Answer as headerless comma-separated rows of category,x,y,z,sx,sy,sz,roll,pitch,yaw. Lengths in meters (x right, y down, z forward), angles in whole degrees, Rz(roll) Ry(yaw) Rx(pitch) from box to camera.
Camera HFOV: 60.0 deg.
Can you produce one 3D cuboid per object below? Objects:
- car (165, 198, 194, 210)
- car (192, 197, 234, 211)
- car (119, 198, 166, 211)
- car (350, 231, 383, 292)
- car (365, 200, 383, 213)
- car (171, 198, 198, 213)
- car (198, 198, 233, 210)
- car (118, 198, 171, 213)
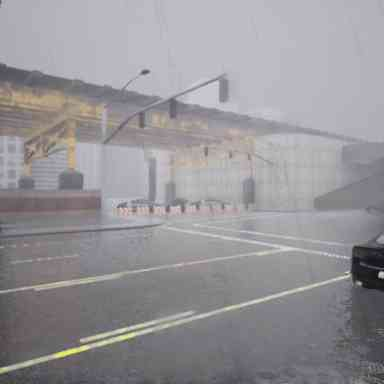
car,-1.334,1.303,37.612,1.853,1.218,4.536,0,0,18
car,2.554,1.462,41.329,4.974,1.542,2.038,0,0,-7
car,-5.141,1.301,34.878,4.536,1.218,1.853,0,0,8
car,5.760,1.496,7.885,5.008,1.535,1.882,1,0,-36
car,21.612,1.563,37.558,5.357,1.411,2.033,0,0,-37
car,-1.350,1.460,37.563,2.038,1.542,4.974,0,0,18
car,2.503,1.305,41.323,4.536,1.218,1.853,0,0,-7
car,-5.090,1.458,34.871,4.974,1.542,2.038,0,0,8
